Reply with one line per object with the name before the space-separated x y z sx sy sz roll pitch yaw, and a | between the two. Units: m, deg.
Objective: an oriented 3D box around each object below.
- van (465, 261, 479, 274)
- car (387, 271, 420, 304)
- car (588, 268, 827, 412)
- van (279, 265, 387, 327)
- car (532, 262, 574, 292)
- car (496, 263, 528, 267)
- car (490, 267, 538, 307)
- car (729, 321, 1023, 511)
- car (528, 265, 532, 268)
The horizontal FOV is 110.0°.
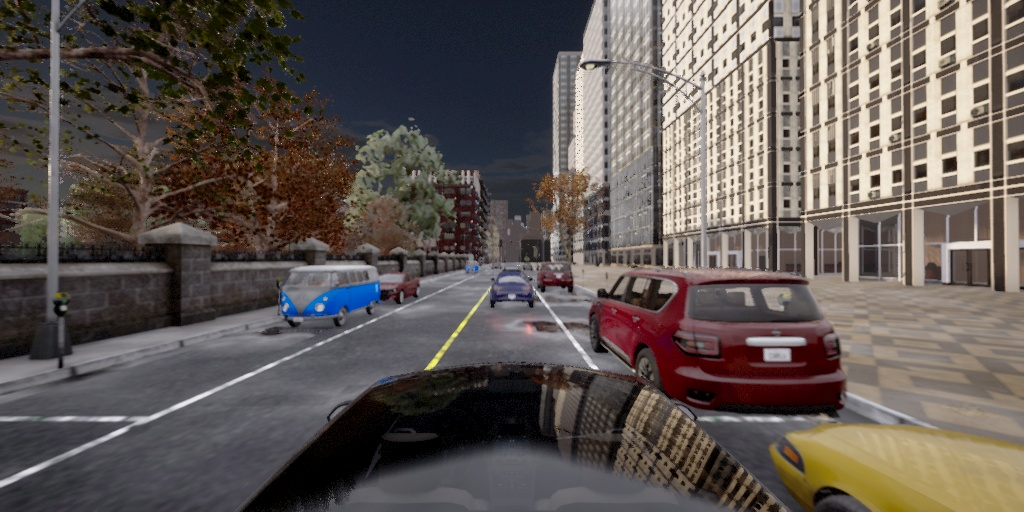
van | -5.694 1.611 51.063 1.690 1.789 3.998 0 0 0
car | -5.692 1.450 17.275 1.888 1.381 4.507 0 0 0
car | 2.689 1.107 6.012 2.192 1.841 5.009 0 0 0
van | -5.692 1.188 11.643 1.690 1.789 3.998 0 0 0
car | 2.687 1.278 22.907 2.192 1.841 5.009 0 0 0
car | 0.003 1.544 31.138 2.128 1.511 4.902 0 -1 0
car | 0.003 1.420 16.216 1.812 1.442 4.674 0 0 0
car | 2.689 1.262 0.549 1.751 1.417 4.829 0 0 0
car | 2.686 1.965 62.328 1.948 1.339 4.313 0 0 0
